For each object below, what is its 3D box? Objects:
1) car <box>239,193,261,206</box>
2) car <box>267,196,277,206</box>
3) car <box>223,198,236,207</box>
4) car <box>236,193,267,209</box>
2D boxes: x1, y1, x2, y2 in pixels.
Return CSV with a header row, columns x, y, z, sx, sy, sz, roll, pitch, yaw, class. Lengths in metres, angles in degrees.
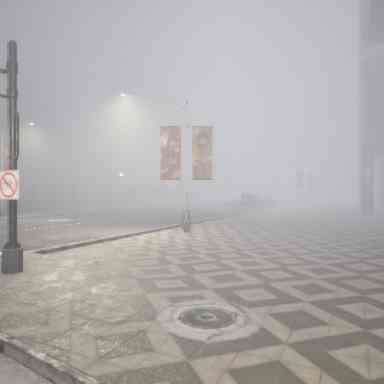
x,y,z,sx,sy,sz,roll,pitch,yaw,class
9.888,1.183,56.582,2.150,2.045,5.566,0,0,26,car
12.794,1.448,55.126,2.128,1.511,4.902,0,0,26,car
6.221,1.570,49.020,1.895,1.301,4.718,0,0,27,car
8.270,1.188,45.801,2.150,2.045,5.566,0,0,27,car
